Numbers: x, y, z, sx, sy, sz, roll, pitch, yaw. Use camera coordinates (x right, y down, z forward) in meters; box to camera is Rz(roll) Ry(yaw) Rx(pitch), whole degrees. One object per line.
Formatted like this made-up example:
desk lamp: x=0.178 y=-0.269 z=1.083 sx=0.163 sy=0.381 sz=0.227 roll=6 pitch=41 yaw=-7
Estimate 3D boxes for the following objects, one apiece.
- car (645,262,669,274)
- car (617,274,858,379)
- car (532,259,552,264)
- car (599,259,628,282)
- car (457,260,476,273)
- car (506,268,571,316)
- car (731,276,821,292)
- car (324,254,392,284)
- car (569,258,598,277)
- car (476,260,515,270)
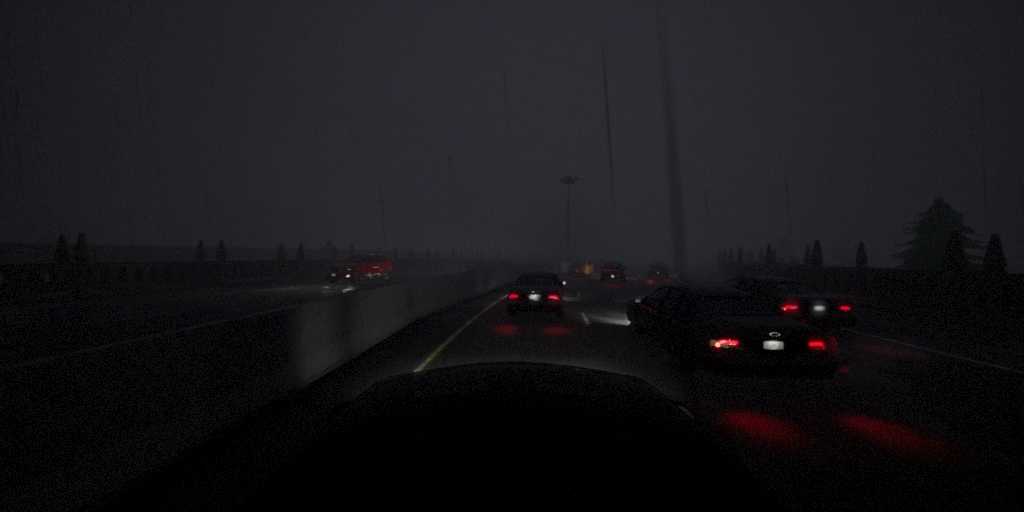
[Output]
car: x=13.627 y=1.272 z=33.548 sx=1.812 sy=1.442 sz=4.674 roll=0 pitch=0 yaw=21
car: x=3.896 y=1.304 z=7.572 sx=2.033 sy=1.411 sz=5.357 roll=0 pitch=0 yaw=5
car: x=5.369 y=1.256 z=63.343 sx=1.895 sy=1.301 sz=4.718 roll=0 pitch=0 yaw=31
car: x=8.172 y=1.236 z=28.786 sx=1.837 sy=1.490 sz=4.892 roll=0 pitch=0 yaw=18
car: x=-3.910 y=1.149 z=37.095 sx=2.128 sy=1.511 sz=4.902 roll=0 pitch=0 yaw=21
car: x=0.984 y=1.278 z=13.232 sx=2.033 sy=1.411 sz=5.357 roll=0 pitch=0 yaw=8
car: x=7.751 y=1.314 z=11.176 sx=2.033 sy=1.411 sz=5.357 roll=0 pitch=0 yaw=7
car: x=-10.971 y=0.869 z=26.067 sx=2.150 sy=2.045 sz=5.566 roll=0 pitch=0 yaw=14
car: x=6.949 y=1.189 z=35.630 sx=1.882 sy=1.535 sz=5.008 roll=0 pitch=0 yaw=21
car: x=-1.251 y=1.154 z=34.231 sx=1.882 sy=1.535 sz=5.008 roll=0 pitch=0 yaw=20
